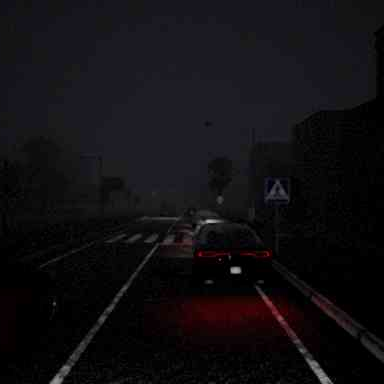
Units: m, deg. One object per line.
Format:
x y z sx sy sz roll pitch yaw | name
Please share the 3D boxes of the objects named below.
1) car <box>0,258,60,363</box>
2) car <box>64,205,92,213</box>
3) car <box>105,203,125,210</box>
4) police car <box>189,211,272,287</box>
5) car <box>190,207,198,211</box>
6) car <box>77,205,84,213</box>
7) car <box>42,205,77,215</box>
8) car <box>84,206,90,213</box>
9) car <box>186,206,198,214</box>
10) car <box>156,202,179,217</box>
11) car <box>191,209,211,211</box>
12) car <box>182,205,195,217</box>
-3.357 1.609 4.297 1.994 1.385 4.181 0 -1 0 | car
-21.959 3.262 64.017 4.674 1.452 2.002 0 -2 0 | car
-21.919 4.119 92.489 5.008 1.535 2.097 0 -2 0 | car
0.957 1.564 9.891 1.930 1.638 5.238 0 -1 0 | police car
0.945 2.103 25.791 1.812 1.442 4.674 0 -2 0 | car
-21.964 3.022 57.599 4.892 1.521 2.231 0 -2 0 | car
-21.970 2.958 54.324 4.674 1.452 2.002 0 -2 0 | car
-21.971 3.123 60.871 5.008 1.535 2.097 0 -2 0 | car
-0.012 3.206 60.518 2.033 1.411 5.357 0 -2 0 | car
-3.360 2.449 46.530 2.150 2.045 5.566 0 -2 0 | car
0.946 1.916 19.789 1.812 1.442 4.674 0 -2 0 | car
-0.007 2.787 46.464 1.994 1.385 4.181 0 -2 0 | car
